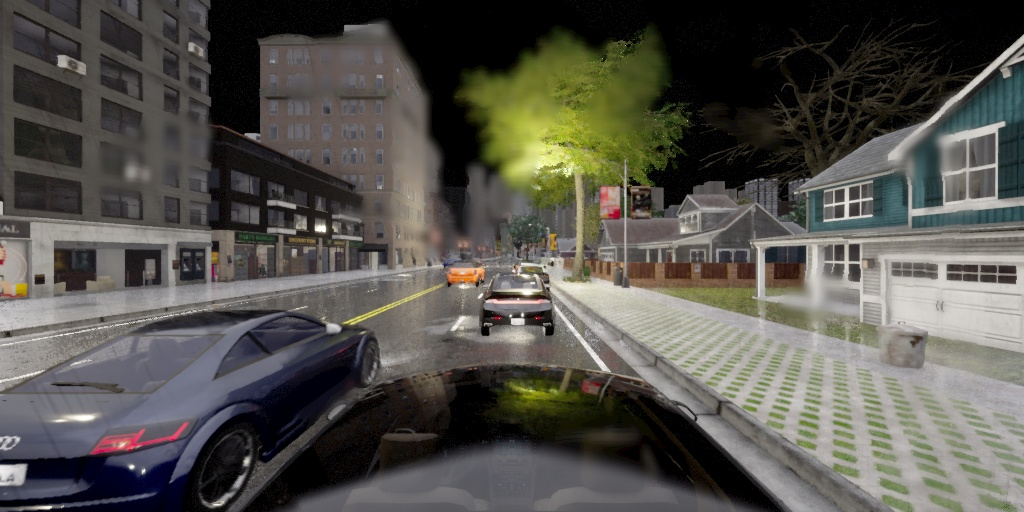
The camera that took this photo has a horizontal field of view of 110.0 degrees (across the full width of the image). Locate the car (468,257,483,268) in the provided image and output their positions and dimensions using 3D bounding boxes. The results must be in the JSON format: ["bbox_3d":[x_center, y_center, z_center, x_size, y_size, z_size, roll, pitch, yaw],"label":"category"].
[{"bbox_3d":[-6.303,1.051,62.286,2.097,1.767,4.553,0,0,1],"label":"car"}]

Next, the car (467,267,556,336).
[{"bbox_3d":[0.134,1.239,10.369,2.128,1.511,4.902,0,0,0],"label":"car"}]

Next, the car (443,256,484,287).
[{"bbox_3d":[-3.058,1.088,24.745,2.097,1.767,4.553,0,0,1],"label":"car"}]

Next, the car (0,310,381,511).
[{"bbox_3d":[-3.140,1.313,4.203,1.994,1.385,4.181,0,0,0],"label":"car"}]

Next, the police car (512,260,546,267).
[{"bbox_3d":[1.052,1.165,20.618,1.930,1.638,5.238,0,0,0],"label":"police car"}]

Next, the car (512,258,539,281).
[{"bbox_3d":[1.093,1.081,30.478,2.097,1.767,4.553,0,0,0],"label":"car"}]
